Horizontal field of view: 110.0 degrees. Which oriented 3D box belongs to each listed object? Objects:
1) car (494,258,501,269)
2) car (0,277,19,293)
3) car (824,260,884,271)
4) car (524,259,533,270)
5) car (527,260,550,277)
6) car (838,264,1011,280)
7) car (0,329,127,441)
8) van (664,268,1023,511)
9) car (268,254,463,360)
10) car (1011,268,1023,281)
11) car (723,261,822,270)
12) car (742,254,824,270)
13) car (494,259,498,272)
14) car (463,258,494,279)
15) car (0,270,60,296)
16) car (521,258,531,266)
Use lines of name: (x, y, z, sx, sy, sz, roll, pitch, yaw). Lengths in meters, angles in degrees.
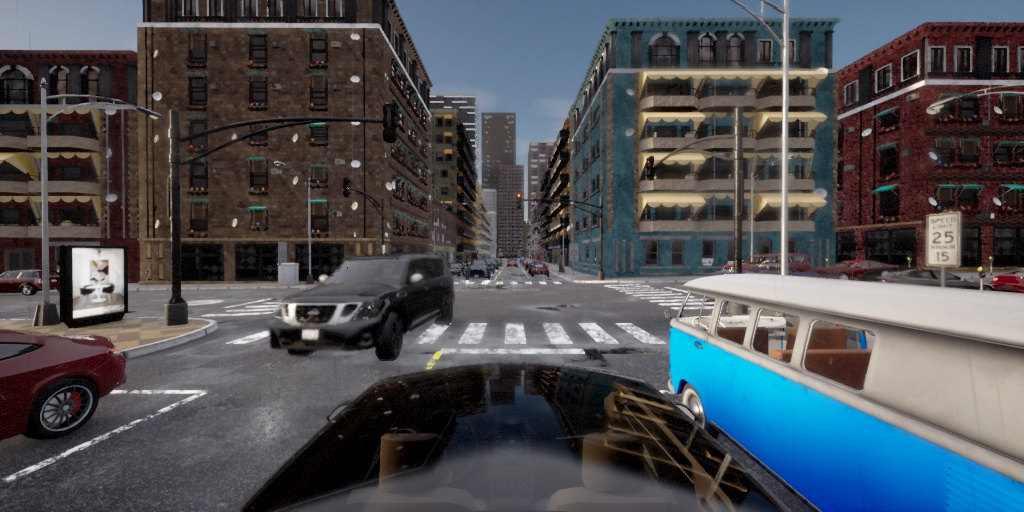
car: (-3.035, 1.114, 52.110, 2.097, 1.767, 4.553, 0, 0, 0)
car: (-22.380, 1.637, 13.577, 4.403, 1.370, 2.007, 0, 0, 0)
car: (21.366, 0.930, 22.351, 4.507, 1.381, 1.888, 0, 0, 0)
car: (2.734, 1.320, 40.696, 1.948, 1.339, 4.313, 0, 0, 0)
car: (2.727, 1.334, 35.173, 1.802, 1.307, 4.207, 0, 0, 0)
car: (15.808, 1.097, 13.937, 4.313, 1.339, 1.948, 0, 0, 0)
car: (-5.691, 1.332, 2.789, 1.802, 1.307, 4.207, 0, 0, 0)
van: (2.690, 1.091, 2.779, 1.690, 1.789, 3.998, 0, 0, 0)
car: (-3.066, 0.970, 8.793, 2.150, 2.045, 5.566, -1, 0, 7)
car: (21.378, 1.033, 13.971, 4.207, 1.307, 1.802, 0, 0, 0)
car: (13.746, 1.117, 19.707, 4.718, 1.301, 1.895, -1, 0, -1)
car: (15.796, 0.781, 22.318, 5.009, 1.841, 2.192, 0, 0, 0)
car: (-3.048, 1.320, 42.330, 1.994, 1.385, 4.181, 0, 0, 0)
car: (-3.005, 1.104, 32.437, 2.097, 1.767, 4.553, 0, 0, -1)
car: (-30.238, 1.574, 22.169, 4.097, 1.591, 1.967, 0, 0, 0)
car: (2.746, 1.305, 51.743, 1.888, 1.381, 4.507, 0, 0, 0)
